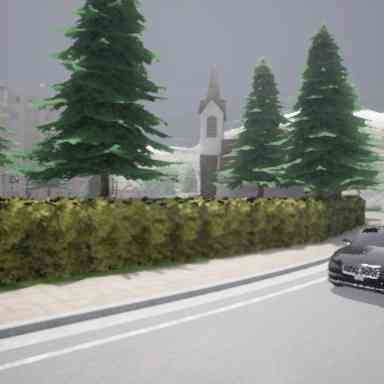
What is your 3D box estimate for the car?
[{"bbox_3d":[5.325,1.618,8.688,4.892,1.490,1.837,2,-1,-43],"label":"car"}]
